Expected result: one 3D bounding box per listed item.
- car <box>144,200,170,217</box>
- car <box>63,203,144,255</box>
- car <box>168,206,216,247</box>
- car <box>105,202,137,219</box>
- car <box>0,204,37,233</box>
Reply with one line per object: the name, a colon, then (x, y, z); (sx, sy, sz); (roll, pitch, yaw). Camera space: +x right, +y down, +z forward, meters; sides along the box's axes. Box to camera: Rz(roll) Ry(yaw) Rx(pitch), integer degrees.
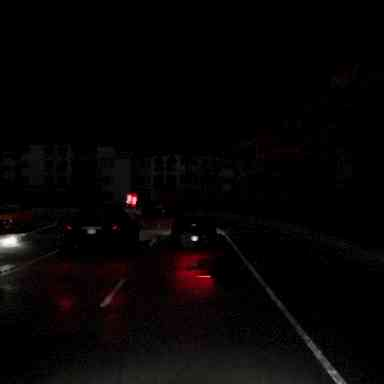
car: (-3.536, 1.515, 31.954); (2.128, 1.511, 4.902); (0, 0, -24)
car: (-3.432, 1.363, 13.430); (2.097, 1.767, 4.553); (0, 0, 0)
car: (0.014, 1.516, 15.104); (1.837, 1.490, 4.892); (0, 0, -2)
car: (-6.557, 1.623, 30.431); (1.895, 1.301, 4.718); (0, 0, -24)
car: (-10.882, 1.492, 19.937); (1.882, 1.535, 5.008); (1, 0, -9)
